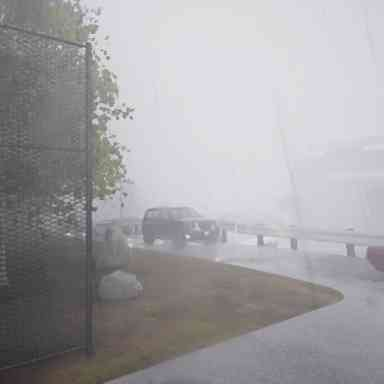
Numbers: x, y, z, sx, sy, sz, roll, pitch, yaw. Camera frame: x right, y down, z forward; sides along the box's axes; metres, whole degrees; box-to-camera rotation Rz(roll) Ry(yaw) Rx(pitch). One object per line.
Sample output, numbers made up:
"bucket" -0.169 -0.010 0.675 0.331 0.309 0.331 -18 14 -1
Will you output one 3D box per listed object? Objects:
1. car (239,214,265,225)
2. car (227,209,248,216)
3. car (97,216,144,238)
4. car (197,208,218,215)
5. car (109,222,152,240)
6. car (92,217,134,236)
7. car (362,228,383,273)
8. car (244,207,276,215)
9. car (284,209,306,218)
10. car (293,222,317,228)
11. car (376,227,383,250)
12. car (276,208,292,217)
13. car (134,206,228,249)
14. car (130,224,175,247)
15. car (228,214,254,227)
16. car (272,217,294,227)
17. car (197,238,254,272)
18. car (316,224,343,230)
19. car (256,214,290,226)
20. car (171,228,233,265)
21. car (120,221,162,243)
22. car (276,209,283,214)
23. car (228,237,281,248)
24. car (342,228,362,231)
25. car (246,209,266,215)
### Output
"car" 9.076 4.436 46.270 2.231 1.521 4.892 0 0 36
"car" 5.794 4.182 51.213 2.435 2.045 5.566 0 0 36
"car" -9.120 4.393 42.938 2.435 2.045 5.566 0 1 36
"car" 4.059 5.117 87.438 4.892 1.521 2.231 0 -2 36
"car" -7.433 4.646 40.453 2.231 1.521 4.892 -1 1 36
"car" -6.467 2.901 26.556 1.895 1.301 4.718 -1 -4 -34
"car" 6.466 1.581 7.005 1.895 1.301 4.718 0 0 -34
"car" 14.766 4.851 72.750 5.566 2.045 2.435 1 0 36
"car" 24.677 5.201 79.585 4.553 1.767 2.185 1 0 36
"car" 14.002 4.439 38.892 2.231 1.521 4.892 0 0 36
"car" 19.038 4.437 31.659 1.946 1.575 5.366 0 0 36
"car" 19.726 5.220 76.161 5.008 1.535 2.097 1 0 36
"car" -0.832 1.808 18.022 2.150 2.045 5.566 -1 -4 -34
"car" -4.093 4.522 35.405 2.185 1.767 4.553 -1 1 36
"car" 7.429 4.474 48.726 2.002 1.452 4.674 0 0 36
"car" 12.257 4.434 41.193 1.946 1.575 5.366 0 0 36
"car" 2.667 4.678 25.406 2.163 1.488 4.792 -1 1 36
"car" 15.659 4.468 36.452 2.163 1.488 4.792 0 0 36
"car" 10.737 4.310 43.830 2.185 1.767 4.553 0 0 36
"car" 0.978 4.397 27.914 2.435 2.045 5.566 -1 1 36
"car" -5.730 4.519 37.965 2.185 1.767 4.553 0 1 36
"car" 17.224 5.204 74.459 4.674 1.452 2.002 1 0 36
"car" 4.304 4.400 22.839 2.435 2.045 5.566 0 1 36
"car" 17.285 4.439 33.971 2.097 1.535 5.008 0 0 37
"car" 12.389 5.034 70.949 5.366 1.575 1.946 2 0 36
